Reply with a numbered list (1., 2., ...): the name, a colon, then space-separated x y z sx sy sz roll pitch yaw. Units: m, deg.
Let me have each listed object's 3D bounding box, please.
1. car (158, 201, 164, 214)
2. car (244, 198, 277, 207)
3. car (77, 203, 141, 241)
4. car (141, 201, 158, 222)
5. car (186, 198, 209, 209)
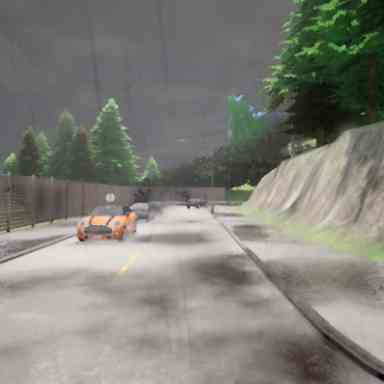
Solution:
1. car: -4.169 1.691 36.835 1.895 1.301 4.718 0 0 0
2. car: 10.477 1.617 51.023 4.902 1.511 2.128 0 0 0
3. car: -4.093 1.393 16.695 2.097 1.767 4.553 0 0 0
4. car: -4.087 1.592 26.821 1.812 1.442 4.674 0 0 0
5. car: 0.836 1.624 47.526 1.837 1.490 4.892 0 0 26
